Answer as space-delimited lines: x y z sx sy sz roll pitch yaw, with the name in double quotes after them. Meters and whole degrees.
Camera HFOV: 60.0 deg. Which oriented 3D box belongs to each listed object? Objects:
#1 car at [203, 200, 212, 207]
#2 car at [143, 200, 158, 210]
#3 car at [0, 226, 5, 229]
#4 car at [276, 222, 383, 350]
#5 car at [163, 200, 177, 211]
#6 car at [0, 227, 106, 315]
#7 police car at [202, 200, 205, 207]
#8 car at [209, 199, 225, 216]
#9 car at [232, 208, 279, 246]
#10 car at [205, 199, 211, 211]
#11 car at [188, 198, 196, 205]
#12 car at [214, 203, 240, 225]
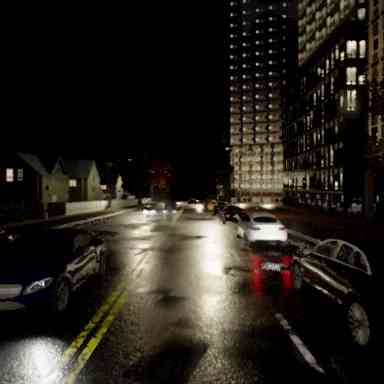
3.261 2.368 71.192 1.812 1.442 4.674 0 -1 0 "car"
-6.545 2.104 52.914 2.128 1.511 4.902 0 -1 0 "car"
-6.599 1.592 9.001 2.128 1.511 4.902 0 -1 0 "car"
3.349 1.562 6.314 2.128 1.511 4.902 0 -1 0 "car"
-3.303 2.099 51.464 1.837 1.490 4.892 0 -1 0 "car"
-3.349 1.614 7.874 1.812 1.442 4.674 0 -1 0 "car"
3.259 2.129 60.300 1.930 1.638 5.238 0 -1 0 "police car"
3.255 1.937 38.183 1.837 1.490 4.892 0 -1 0 "car"
3.252 1.705 16.176 1.812 1.442 4.674 0 -1 0 "car"
3.257 2.025 49.377 1.801 1.575 5.366 0 -1 0 "car"
0.013 2.419 80.256 2.128 1.511 4.902 0 -1 0 "car"
3.254 1.850 27.179 2.033 1.411 5.357 0 -1 0 "car"
